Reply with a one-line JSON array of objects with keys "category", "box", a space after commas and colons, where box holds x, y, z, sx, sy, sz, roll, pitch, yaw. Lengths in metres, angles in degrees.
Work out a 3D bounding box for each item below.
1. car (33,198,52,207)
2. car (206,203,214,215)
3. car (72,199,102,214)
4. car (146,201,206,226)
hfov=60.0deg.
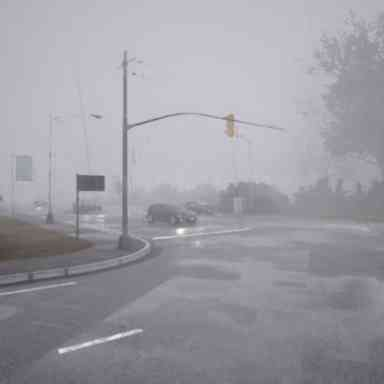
[{"category": "car", "box": [-22.893, 1.598, 50.795, 1.812, 1.442, 4.674, 0, 0, -39]}, {"category": "car", "box": [0.203, 1.578, 33.169, 1.812, 1.442, 4.674, 0, 0, -39]}, {"category": "car", "box": [-11.533, 1.506, 36.460, 1.882, 1.535, 5.008, 0, 0, -39]}, {"category": "car", "box": [-1.504, 1.533, 23.947, 1.837, 1.490, 4.892, 0, 0, -39]}]
